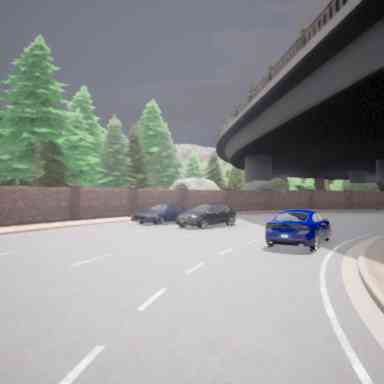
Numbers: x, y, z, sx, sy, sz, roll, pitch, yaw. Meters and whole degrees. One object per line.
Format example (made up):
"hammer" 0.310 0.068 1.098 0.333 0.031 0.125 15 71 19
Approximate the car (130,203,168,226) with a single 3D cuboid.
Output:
"car" -1.814 1.524 23.611 2.033 1.411 5.357 0 0 39

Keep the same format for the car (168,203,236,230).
"car" 0.970 1.505 21.301 1.837 1.490 4.892 0 -1 40

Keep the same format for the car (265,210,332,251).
"car" 4.761 1.510 14.525 1.882 1.535 5.008 0 0 32
